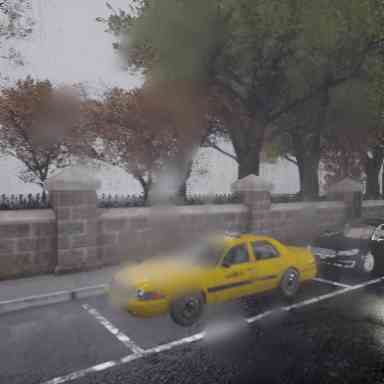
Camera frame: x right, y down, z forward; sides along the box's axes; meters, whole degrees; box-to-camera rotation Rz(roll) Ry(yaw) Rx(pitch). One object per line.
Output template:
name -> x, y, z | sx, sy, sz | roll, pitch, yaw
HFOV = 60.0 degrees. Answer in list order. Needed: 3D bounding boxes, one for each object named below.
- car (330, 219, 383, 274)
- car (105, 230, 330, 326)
car -> 5.385, 1.547, 10.401 | 4.403, 1.369, 2.008 | 0, 0, -35
car -> 0.662, 1.523, 7.033 | 4.829, 1.417, 1.752 | 0, 0, -35
